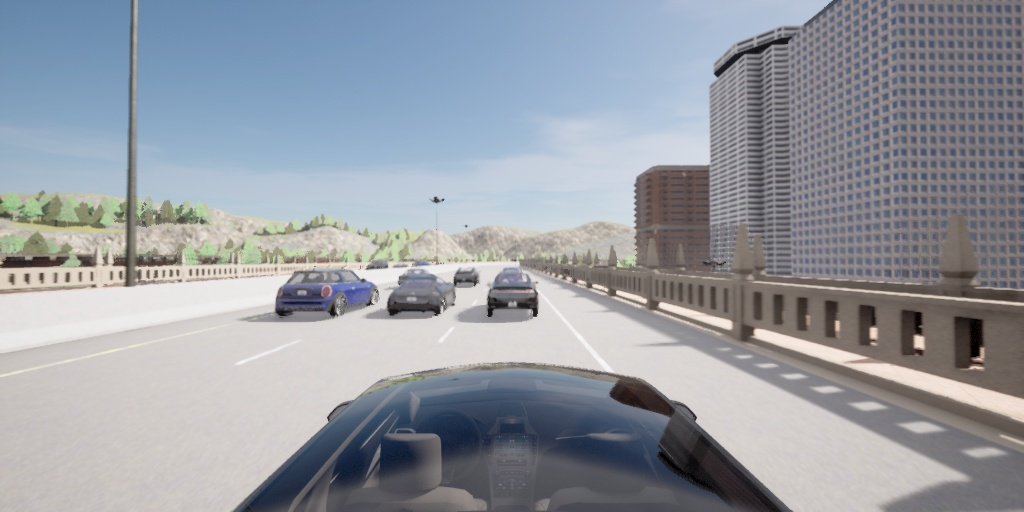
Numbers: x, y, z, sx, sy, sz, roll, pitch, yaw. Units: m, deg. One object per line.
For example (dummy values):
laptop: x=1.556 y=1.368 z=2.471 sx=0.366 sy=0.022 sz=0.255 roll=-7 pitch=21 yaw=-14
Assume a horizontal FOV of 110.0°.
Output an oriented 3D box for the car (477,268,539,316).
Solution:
car: x=0.039 y=1.410 z=14.141 sx=2.128 sy=1.511 sz=4.902 roll=0 pitch=-1 yaw=1

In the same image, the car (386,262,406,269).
car: x=-18.558 y=2.024 z=59.480 sx=2.128 sy=1.511 sz=4.902 roll=0 pitch=-1 yaw=-1

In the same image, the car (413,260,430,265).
car: x=-15.056 y=1.754 z=59.546 sx=2.150 sy=2.045 sz=5.566 roll=0 pitch=-1 yaw=-1

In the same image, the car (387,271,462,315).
car: x=-3.457 y=1.487 z=14.431 sx=1.994 sy=1.385 sz=4.181 roll=0 pitch=-1 yaw=0

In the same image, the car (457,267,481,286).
car: x=-3.623 y=1.615 z=29.254 sx=2.128 sy=1.511 sz=4.902 roll=0 pitch=-1 yaw=-1

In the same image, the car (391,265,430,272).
car: x=-7.092 y=1.641 z=27.036 sx=2.033 sy=1.411 sz=5.357 roll=0 pitch=-1 yaw=-1

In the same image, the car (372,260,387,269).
car: x=-22.044 y=1.749 z=59.172 sx=2.150 sy=2.045 sz=5.566 roll=0 pitch=-1 yaw=-1

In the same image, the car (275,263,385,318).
car: x=-6.961 y=1.268 z=14.049 sx=2.097 sy=1.767 sz=4.553 roll=0 pitch=-1 yaw=1
